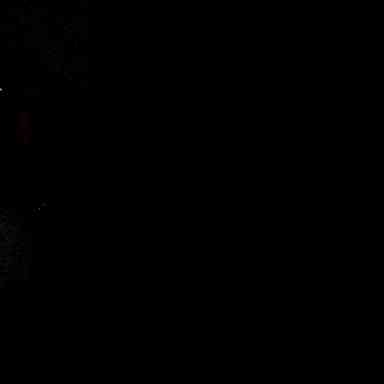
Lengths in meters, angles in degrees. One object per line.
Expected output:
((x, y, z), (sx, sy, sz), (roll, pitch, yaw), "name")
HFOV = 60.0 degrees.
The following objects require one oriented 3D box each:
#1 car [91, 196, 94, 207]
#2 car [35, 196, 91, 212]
((-11.901, 1.118, 38.362), (2.033, 1.411, 5.357), (-1, 0, 35), "car")
((-12.519, 1.196, 31.799), (1.895, 1.301, 4.718), (-1, 0, 35), "car")
